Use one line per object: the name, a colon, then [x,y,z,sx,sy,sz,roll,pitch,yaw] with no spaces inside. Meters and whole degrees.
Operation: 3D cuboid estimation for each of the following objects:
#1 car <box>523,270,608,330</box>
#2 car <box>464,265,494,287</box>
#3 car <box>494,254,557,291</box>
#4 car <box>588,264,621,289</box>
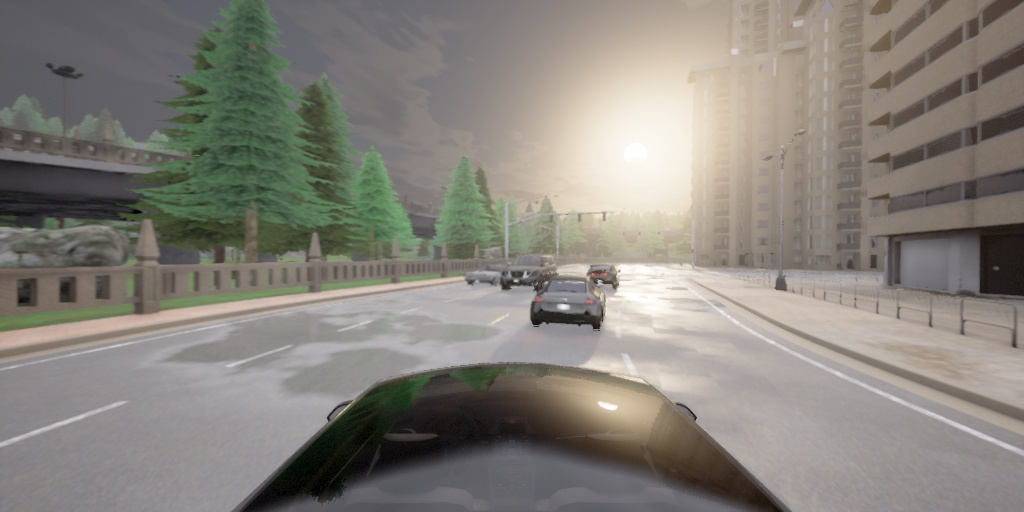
car: [1.873,1.301,11.246,1.994,1.385,4.181,1,0,15]
car: [-1.392,1.263,24.223,1.895,1.301,4.718,1,0,20]
car: [1.168,0.920,21.057,2.150,2.045,5.566,1,0,20]
car: [5.864,1.246,23.077,1.837,1.490,4.892,1,0,19]
